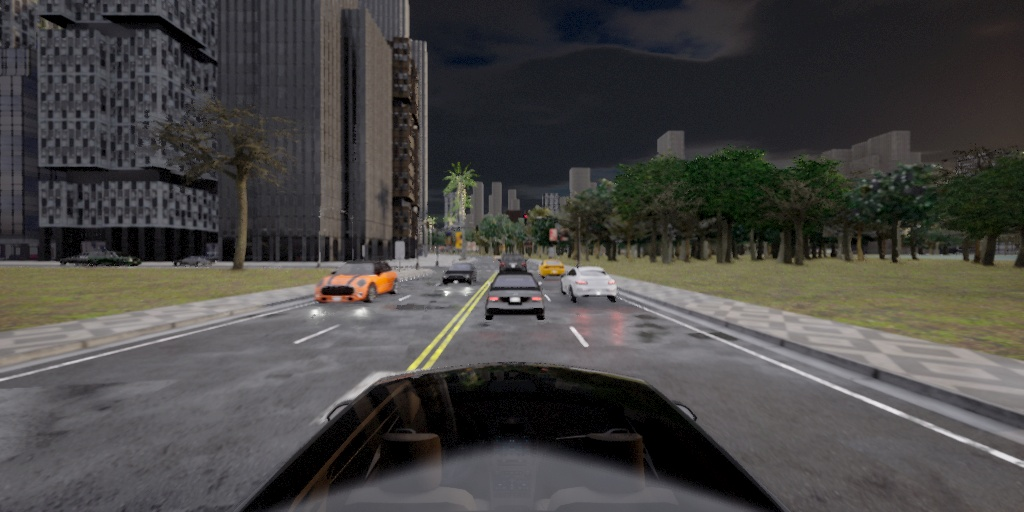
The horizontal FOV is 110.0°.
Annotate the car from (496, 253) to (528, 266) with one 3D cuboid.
[{"bbox_3d":[0.088,0.810,28.916,2.150,2.045,5.566,0,0,0],"label":"car"}]

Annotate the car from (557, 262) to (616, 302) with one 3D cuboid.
[{"bbox_3d":[3.343,1.190,16.159,1.812,1.442,4.674,0,0,0],"label":"car"}]

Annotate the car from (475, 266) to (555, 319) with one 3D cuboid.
[{"bbox_3d":[0.091,1.234,12.377,2.033,1.411,5.357,0,0,0],"label":"car"}]

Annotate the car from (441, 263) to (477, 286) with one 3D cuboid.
[{"bbox_3d":[-3.350,1.166,24.051,2.033,1.411,5.357,0,0,0],"label":"car"}]

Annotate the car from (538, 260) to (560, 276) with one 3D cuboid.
[{"bbox_3d":[3.340,1.056,30.598,1.882,1.535,5.008,0,0,0],"label":"car"}]

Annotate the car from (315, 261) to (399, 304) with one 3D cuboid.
[{"bbox_3d":[-6.601,1.018,15.749,2.097,1.767,4.553,0,0,0],"label":"car"}]
